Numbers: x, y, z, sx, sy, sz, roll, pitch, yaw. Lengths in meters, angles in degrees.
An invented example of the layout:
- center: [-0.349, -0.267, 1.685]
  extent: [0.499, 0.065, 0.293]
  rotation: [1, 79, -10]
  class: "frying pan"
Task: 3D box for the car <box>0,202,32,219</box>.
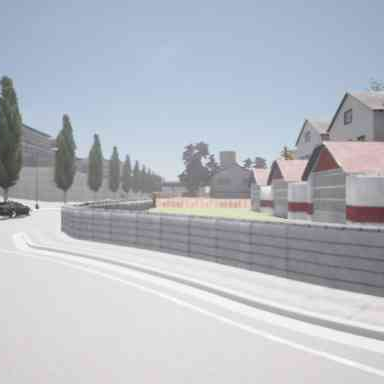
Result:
- center: [-16.697, 1.673, 30.879]
  extent: [1.837, 1.490, 4.892]
  rotation: [0, -1, 0]
  class: "car"
